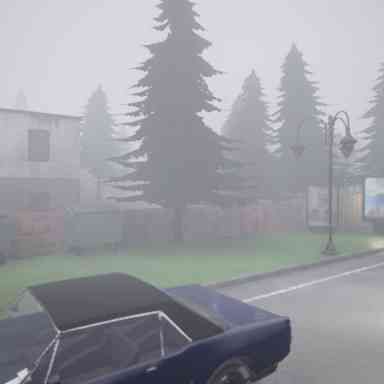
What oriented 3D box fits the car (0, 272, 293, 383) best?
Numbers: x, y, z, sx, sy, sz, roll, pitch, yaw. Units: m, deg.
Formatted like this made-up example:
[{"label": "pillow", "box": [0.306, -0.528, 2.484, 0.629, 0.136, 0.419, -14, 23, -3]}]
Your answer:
[{"label": "car", "box": [-1.271, 1.601, 3.102, 4.718, 1.301, 1.895, 0, 0, -36]}]
